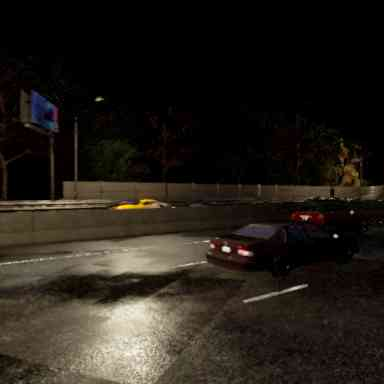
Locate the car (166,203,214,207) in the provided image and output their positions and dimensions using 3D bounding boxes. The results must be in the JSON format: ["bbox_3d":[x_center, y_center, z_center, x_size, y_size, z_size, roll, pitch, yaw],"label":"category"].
[{"bbox_3d":[0.494,1.546,25.838,4.181,1.385,1.994,0,0,-35],"label":"car"}]

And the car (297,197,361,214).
[{"bbox_3d":[7.306,1.335,17.558,4.553,1.767,2.097,0,0,-36],"label":"car"}]

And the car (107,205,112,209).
[{"bbox_3d":[-6.438,1.545,33.789,4.181,1.385,1.994,0,0,-35],"label":"car"}]

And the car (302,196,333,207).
[{"bbox_3d":[19.771,1.488,52.423,4.902,1.511,2.128,0,0,-35],"label":"car"}]

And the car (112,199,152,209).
[{"bbox_3d":[-4.479,1.460,30.889,5.008,1.535,1.882,0,0,-35],"label":"car"}]

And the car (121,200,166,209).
[{"bbox_3d":[-3.105,1.584,27.572,4.718,1.301,1.895,0,0,-35],"label":"car"}]

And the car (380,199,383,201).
[{"bbox_3d":[25.549,1.598,43.624,4.718,1.301,1.895,0,0,-35],"label":"car"}]

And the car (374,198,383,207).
[{"bbox_3d":[30.305,1.610,51.320,4.718,1.301,1.895,0,0,-35],"label":"car"}]

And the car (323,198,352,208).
[{"bbox_3d":[21.624,1.560,49.436,4.181,1.385,1.994,0,0,-35],"label":"car"}]

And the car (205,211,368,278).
[{"bbox_3d":[2.942,1.537,10.142,5.357,1.411,2.033,0,0,-35],"label":"car"}]
